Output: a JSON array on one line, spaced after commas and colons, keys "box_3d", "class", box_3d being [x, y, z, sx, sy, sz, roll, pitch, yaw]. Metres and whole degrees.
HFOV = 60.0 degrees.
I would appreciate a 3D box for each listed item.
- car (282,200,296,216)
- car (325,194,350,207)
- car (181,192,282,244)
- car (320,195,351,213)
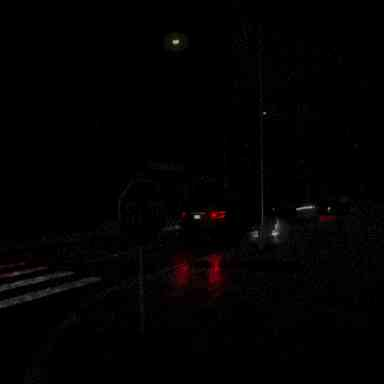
[{"box_3d": [6.576, 1.317, 26.273, 1.895, 1.301, 4.718, -2, 0, 36], "class": "car"}, {"box_3d": [18.973, 1.099, 43.122, 1.882, 1.535, 5.008, -2, -1, 36], "class": "car"}, {"box_3d": [1.777, 1.004, 14.697, 2.150, 2.045, 5.566, -2, 0, 36], "class": "car"}, {"box_3d": [13.057, 1.106, 30.165, 1.837, 1.490, 4.892, -2, -1, 36], "class": "car"}]
